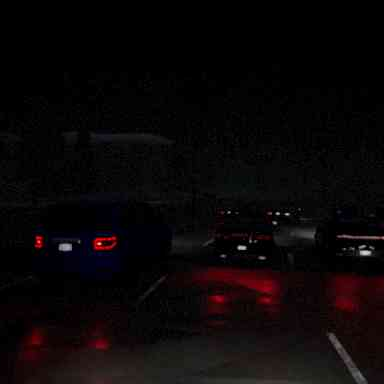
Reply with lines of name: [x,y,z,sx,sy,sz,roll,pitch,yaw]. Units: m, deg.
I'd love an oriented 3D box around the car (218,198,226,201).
car: [6.951,1.519,55.017,4.553,1.767,2.097,0,0,-44]

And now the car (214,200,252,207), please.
car: [3.952,1.632,27.256,2.033,1.411,5.357,0,0,27]

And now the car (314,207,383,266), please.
car: [5.575,1.535,11.888,2.128,1.511,4.902,0,0,14]

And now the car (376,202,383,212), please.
car: [17.284,1.633,29.211,1.812,1.442,4.674,0,0,34]

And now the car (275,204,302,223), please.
car: [7.331,1.633,26.203,2.033,1.411,5.357,0,0,27]

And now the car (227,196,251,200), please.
car: [7.985,1.759,51.154,1.895,1.301,4.718,0,0,44]

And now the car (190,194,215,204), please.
car: [2.182,1.397,60.199,5.566,2.045,2.150,0,0,-44]

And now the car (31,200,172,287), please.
car: [-2.192,1.250,9.671,2.150,2.045,5.566,0,0,10]

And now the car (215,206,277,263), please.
car: [2.096,1.516,12.348,1.882,1.535,5.008,0,0,14]

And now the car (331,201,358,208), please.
car: [14.147,1.585,30.772,1.882,1.535,5.008,0,0,33]

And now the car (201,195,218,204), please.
car: [4.333,1.697,57.351,4.674,1.442,1.812,0,0,-44]
